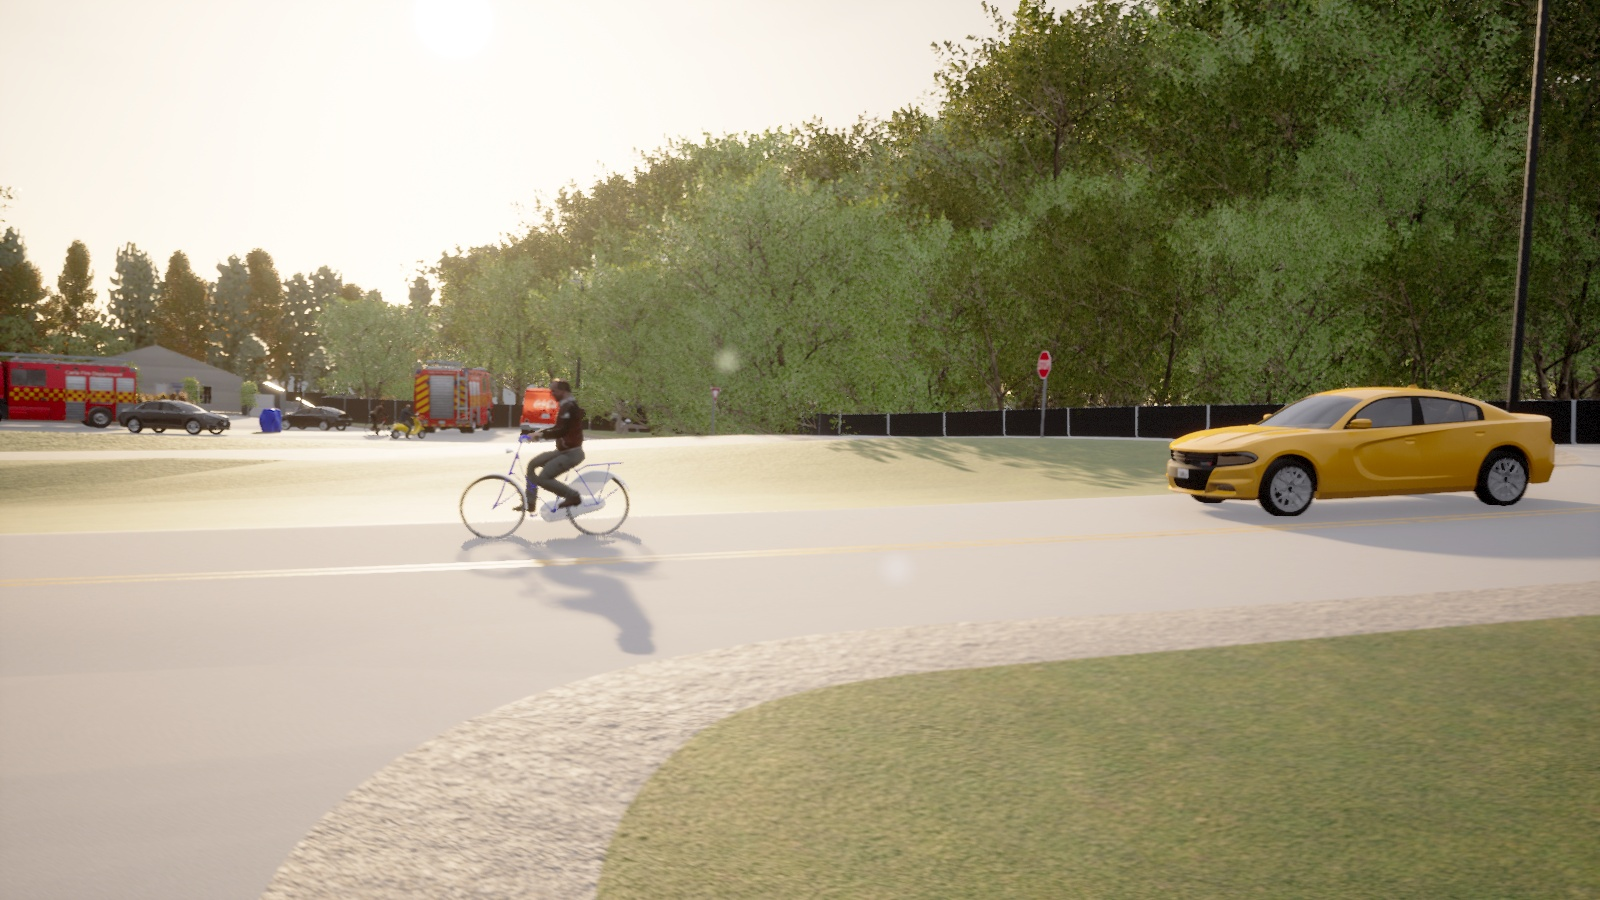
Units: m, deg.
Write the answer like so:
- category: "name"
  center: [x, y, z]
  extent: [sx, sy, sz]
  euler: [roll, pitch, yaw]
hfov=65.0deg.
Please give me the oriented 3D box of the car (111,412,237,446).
- category: "car"
  center: [-28.167, -0.962, 56.579]
  extent: [4.892, 1.490, 1.837]
  euler: [1, 1, 9]

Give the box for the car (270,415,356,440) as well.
- category: "car"
  center: [-30.499, -1.418, 78.679]
  extent: [4.892, 1.490, 1.837]
  euler: [1, 3, 16]

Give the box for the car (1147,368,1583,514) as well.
- category: "car"
  center: [7.223, -0.194, 16.171]
  extent: [5.008, 1.535, 1.882]
  euler: [-3, 4, -14]

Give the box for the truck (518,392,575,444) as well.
- category: "truck"
  center: [-13.054, -1.692, 64.882]
  extent: [2.627, 2.467, 5.204]
  euler: [1, 3, -9]

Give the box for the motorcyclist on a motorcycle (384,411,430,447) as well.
- category: "motorcyclist on a motorcycle"
  center: [-18.002, -0.973, 57.602]
  extent: [0.866, 1.590, 1.817]
  euler: [4, 4, 44]

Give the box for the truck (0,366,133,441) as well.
- category: "truck"
  center: [-40.273, -2.423, 66.354]
  extent: [8.468, 3.827, 2.891]
  euler: [0, 3, -39]

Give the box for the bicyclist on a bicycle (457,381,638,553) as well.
- category: "bicyclist on a bicycle"
  center: [-2.759, 0.148, 13.726]
  extent: [1.843, 1.776, 0.659]
  euler: [-2, 3, -14]

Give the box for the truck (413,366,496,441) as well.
- category: "truck"
  center: [-18.867, -2.588, 69.092]
  extent: [2.891, 3.827, 8.468]
  euler: [-1, 3, -5]
